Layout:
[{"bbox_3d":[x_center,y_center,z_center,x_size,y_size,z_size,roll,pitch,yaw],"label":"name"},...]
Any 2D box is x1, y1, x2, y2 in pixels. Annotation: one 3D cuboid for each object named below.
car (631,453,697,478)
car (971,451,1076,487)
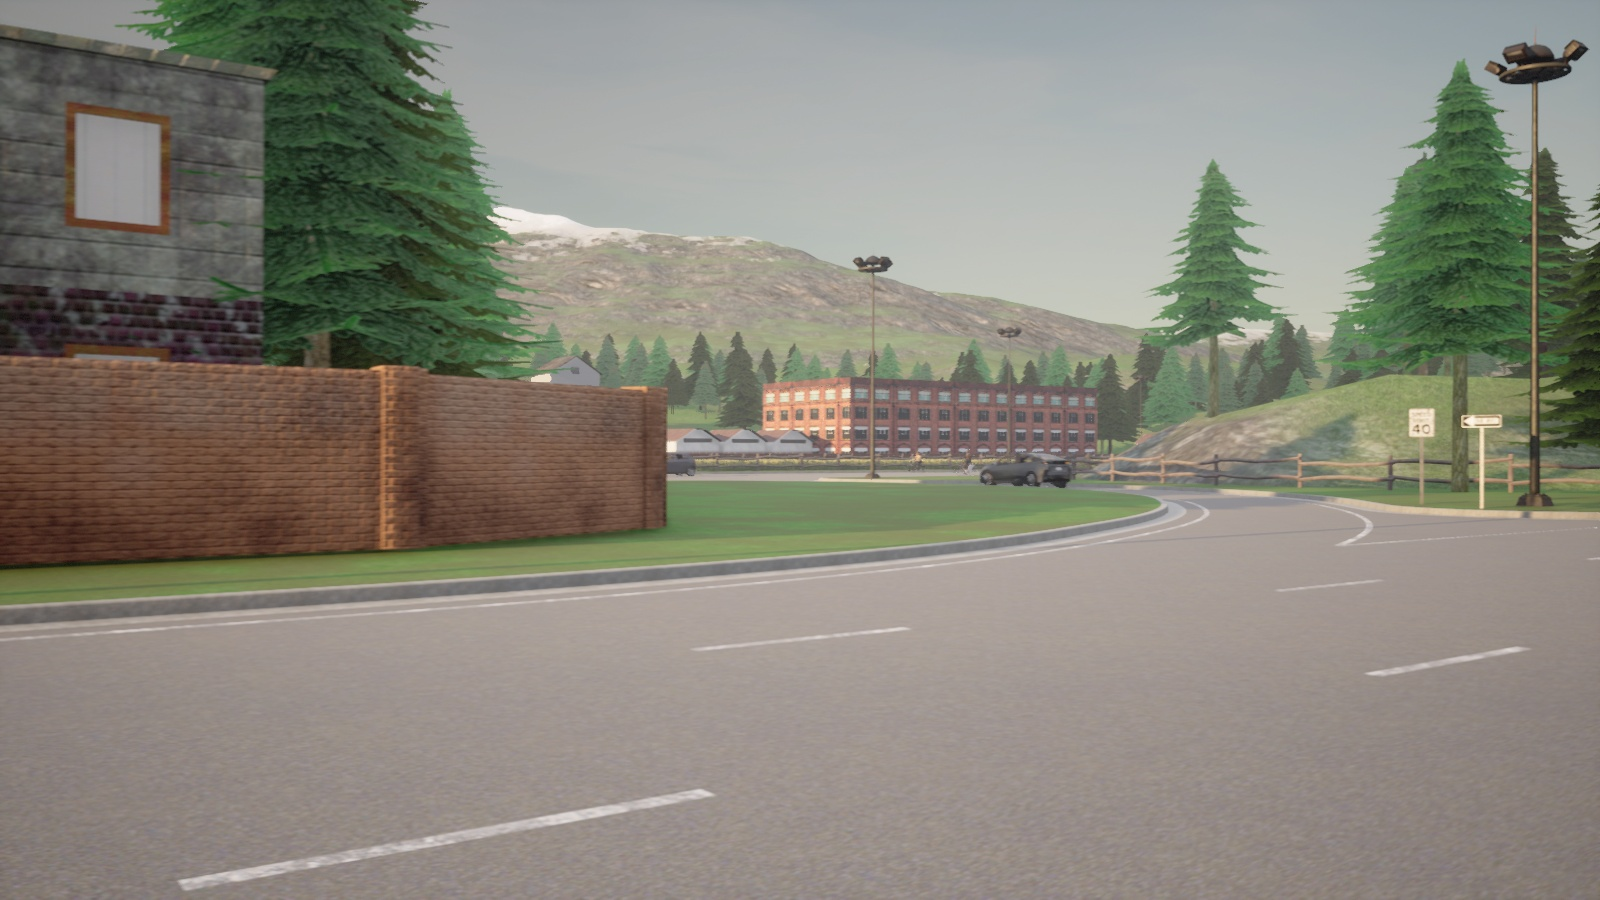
[{"bbox_3d":[-8.493,0.969,78.321,3.633,1.501,1.845,0,0,-35],"label":"car"},{"bbox_3d":[9.699,0.806,54.897,2.007,1.525,4.514,0,0,-32],"label":"car"}]
